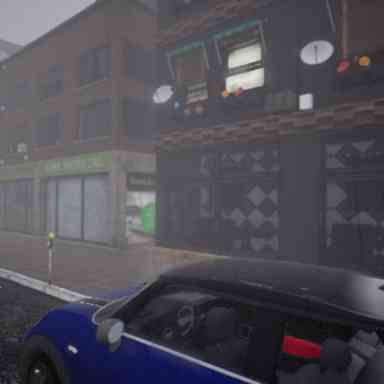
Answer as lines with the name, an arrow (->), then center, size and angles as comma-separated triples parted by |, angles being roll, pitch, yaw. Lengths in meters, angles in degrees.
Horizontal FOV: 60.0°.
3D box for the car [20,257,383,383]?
car -> 0.293, 1.436, 3.138 | 4.553, 1.767, 2.097 | -1, -2, 39
